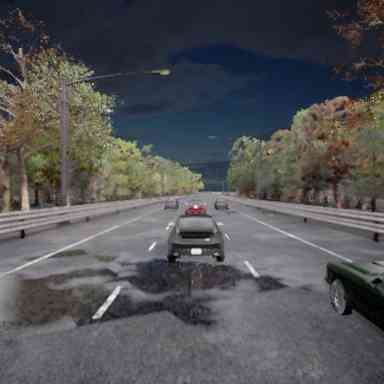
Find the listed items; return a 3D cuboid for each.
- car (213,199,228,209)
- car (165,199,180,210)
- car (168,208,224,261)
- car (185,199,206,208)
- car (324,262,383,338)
[{"bbox_3d":[4.180,1.729,48.431,2.128,1.511,4.902,0,0,1],"label":"car"},{"bbox_3d":[-2.830,1.725,48.178,2.128,1.511,4.902,0,0,1],"label":"car"},{"bbox_3d":[0.147,1.571,12.615,1.837,1.490,4.892,0,0,0],"label":"car"},{"bbox_3d":[0.397,1.521,34.201,2.097,1.767,4.553,0,0,1],"label":"car"},{"bbox_3d":[3.609,1.627,4.673,1.895,1.301,4.718,0,0,0],"label":"car"}]
